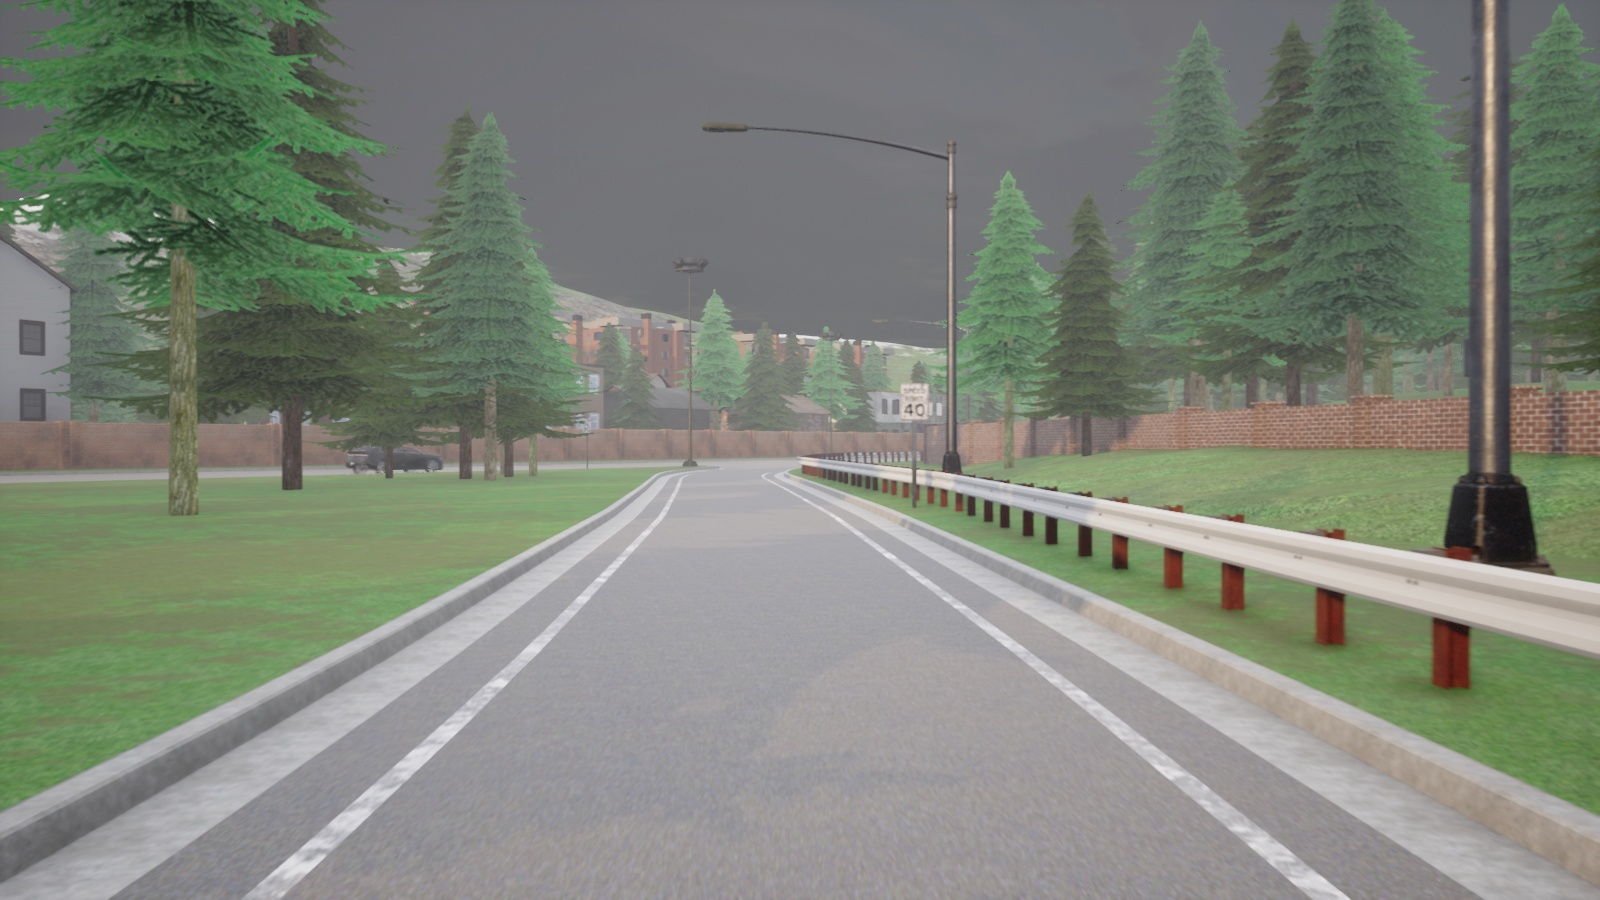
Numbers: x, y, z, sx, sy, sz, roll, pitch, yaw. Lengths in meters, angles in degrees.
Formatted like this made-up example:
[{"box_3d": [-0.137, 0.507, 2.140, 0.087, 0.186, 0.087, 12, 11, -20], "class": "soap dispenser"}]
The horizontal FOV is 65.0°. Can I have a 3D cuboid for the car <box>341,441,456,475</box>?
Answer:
[{"box_3d": [-19.000, 0.353, 59.627, 2.128, 1.511, 4.902, 0, 0, 34], "class": "car"}]
